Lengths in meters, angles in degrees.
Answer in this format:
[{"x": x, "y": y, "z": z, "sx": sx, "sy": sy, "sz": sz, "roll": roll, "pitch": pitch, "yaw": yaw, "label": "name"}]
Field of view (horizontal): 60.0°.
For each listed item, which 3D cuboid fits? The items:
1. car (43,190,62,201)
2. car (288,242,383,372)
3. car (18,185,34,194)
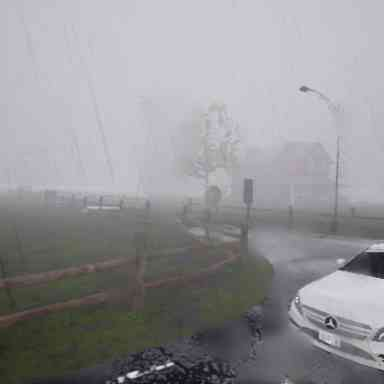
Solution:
[{"x": -20.442, "y": 0.467, "z": 48.758, "sx": 1.837, "sy": 1.490, "sz": 4.892, "roll": 2, "pitch": 0, "yaw": -35, "label": "car"}, {"x": 3.625, "y": 1.604, "z": 5.538, "sx": 4.674, "sy": 1.442, "sz": 1.812, "roll": 1, "pitch": -1, "yaw": -36, "label": "car"}, {"x": -40.941, "y": -0.639, "z": 82.769, "sx": 2.150, "sy": 2.045, "sz": 5.566, "roll": 2, "pitch": 0, "yaw": -35, "label": "car"}]
